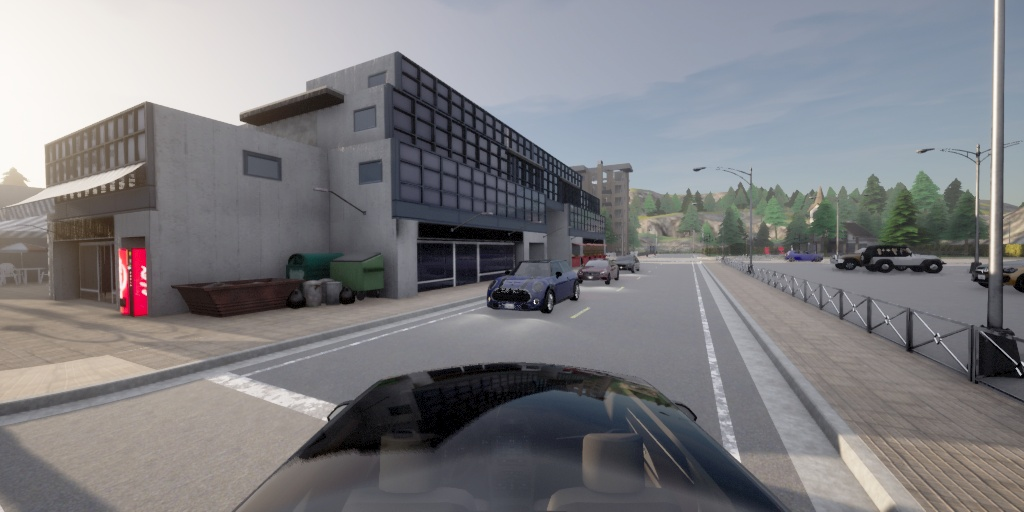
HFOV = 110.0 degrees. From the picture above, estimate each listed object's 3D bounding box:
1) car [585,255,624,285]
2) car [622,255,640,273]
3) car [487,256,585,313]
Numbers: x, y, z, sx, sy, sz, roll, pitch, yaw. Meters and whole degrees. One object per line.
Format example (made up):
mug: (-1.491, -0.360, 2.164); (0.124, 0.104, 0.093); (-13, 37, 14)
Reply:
car: (5.400, 0.875, 22.112); (1.812, 1.442, 4.674); (0, 1, 26)
car: (9.968, 0.642, 31.299); (1.837, 1.490, 4.892); (0, 1, 27)
car: (0.916, 0.910, 13.060); (2.097, 1.767, 4.553); (0, 1, 26)
